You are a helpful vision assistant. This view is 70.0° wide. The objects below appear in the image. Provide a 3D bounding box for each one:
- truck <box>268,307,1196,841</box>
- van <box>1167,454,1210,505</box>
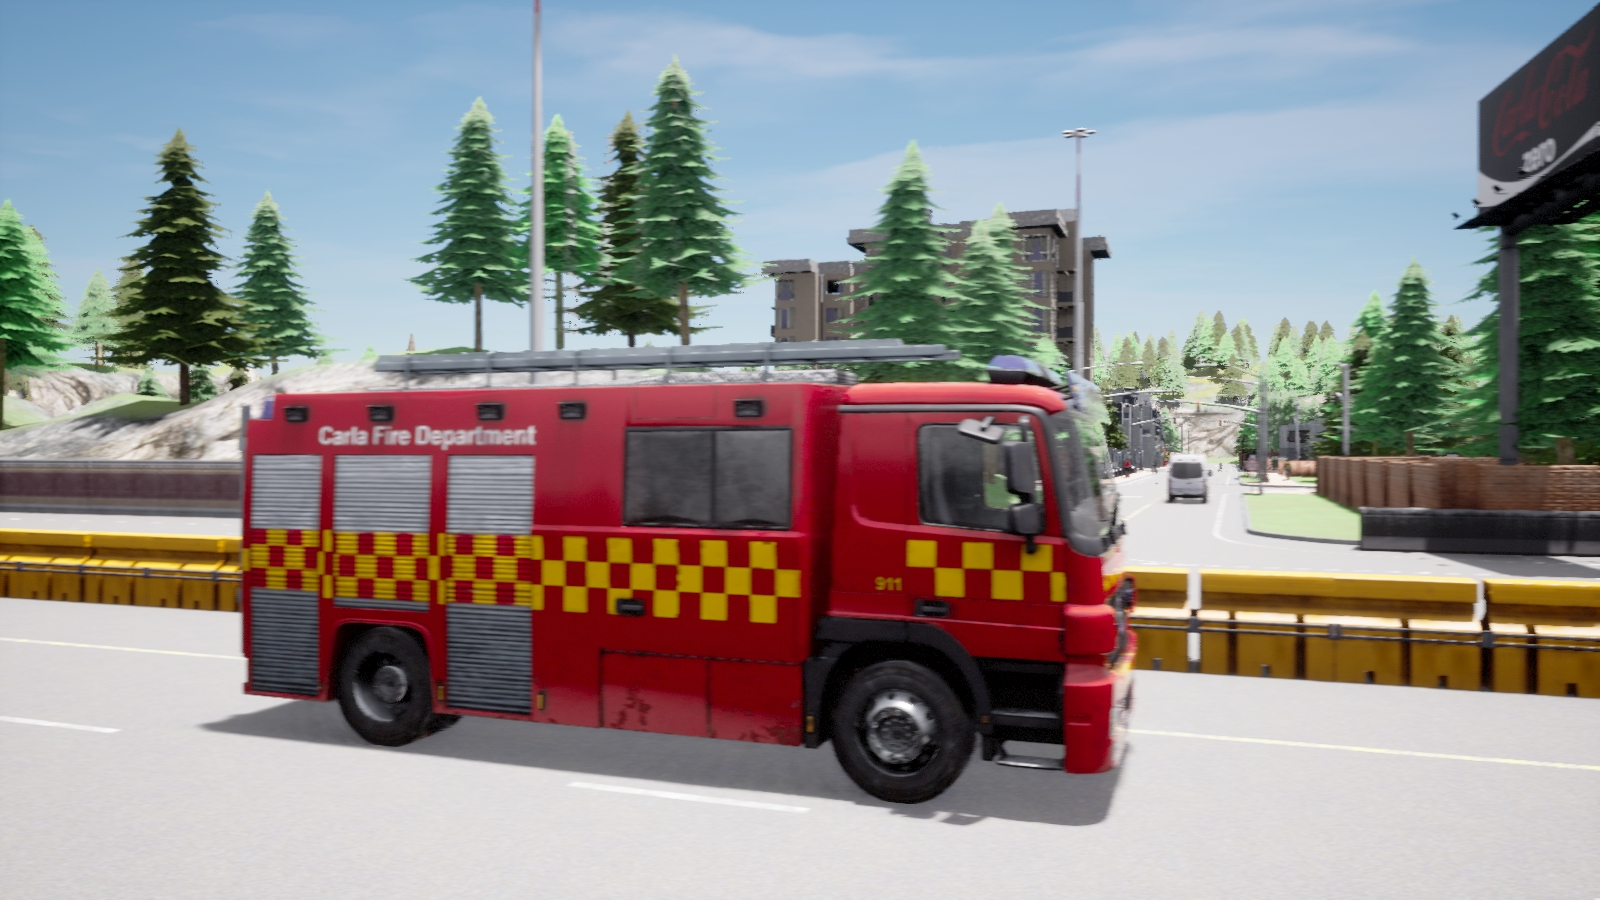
[{"bbox_3d":[-0.695,0.889,11.011,8.468,3.827,2.891,0,0,20],"label":"truck"},{"bbox_3d":[20.984,1.513,61.575,1.988,2.561,5.915,0,0,21],"label":"van"}]
